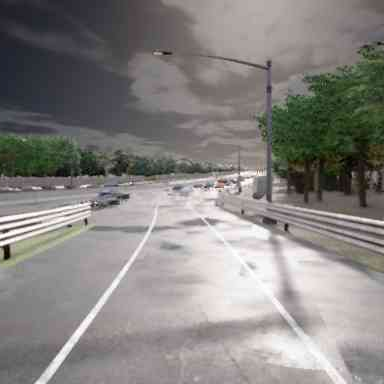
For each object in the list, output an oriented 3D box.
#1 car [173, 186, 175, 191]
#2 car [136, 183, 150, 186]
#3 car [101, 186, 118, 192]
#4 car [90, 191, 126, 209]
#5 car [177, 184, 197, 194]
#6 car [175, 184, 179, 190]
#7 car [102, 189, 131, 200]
[{"bbox_3d":[-3.215,-1.278,85.910,2.097,1.767,4.553,1,3,15],"label":"car"},{"bbox_3d":[-12.691,-1.339,91.121,2.128,1.511,4.902,1,3,15],"label":"car"},{"bbox_3d":[-12.624,0.297,51.257,1.882,1.535,5.008,1,3,15],"label":"car"},{"bbox_3d":[-9.412,0.989,36.364,1.994,1.385,4.181,0,2,15],"label":"car"},{"bbox_3d":[-1.017,-0.315,67.225,1.812,1.442,4.674,1,3,15],"label":"car"},{"bbox_3d":[-1.690,-0.762,78.115,2.033,1.411,5.357,1,3,15],"label":"car"},{"bbox_3d":[-10.282,0.622,46.544,1.895,1.301,4.718,1,3,15],"label":"car"}]
